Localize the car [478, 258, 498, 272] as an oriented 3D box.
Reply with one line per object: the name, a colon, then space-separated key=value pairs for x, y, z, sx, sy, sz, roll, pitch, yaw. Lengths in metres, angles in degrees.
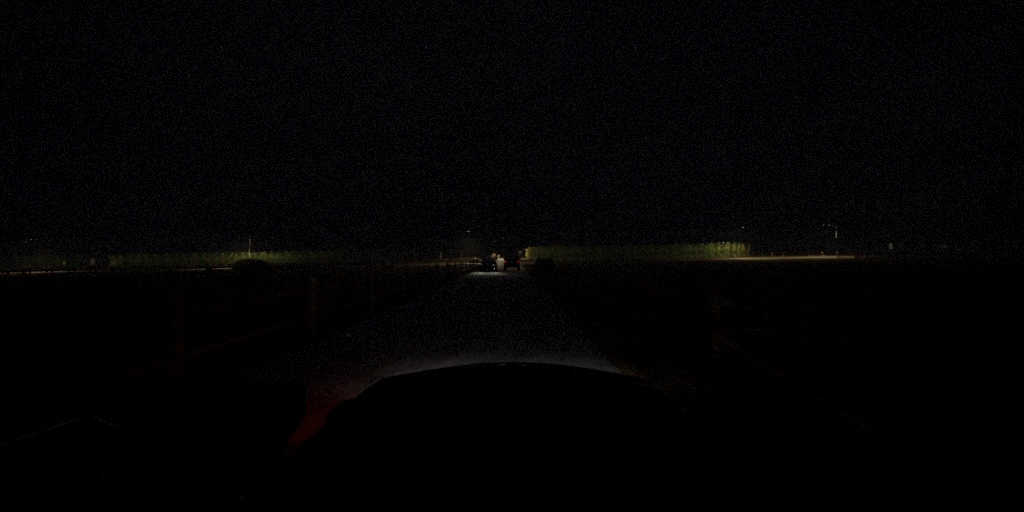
car: x=-2.842 y=1.002 z=43.152 sx=2.097 sy=1.767 sz=4.553 roll=0 pitch=0 yaw=0

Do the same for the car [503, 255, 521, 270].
car: x=0.011 y=0.852 z=48.301 sx=2.150 sy=2.045 sz=5.566 roll=0 pitch=1 yaw=1

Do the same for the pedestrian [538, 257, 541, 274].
pedestrian: x=2.817 y=0.950 z=36.839 sx=0.375 sy=1.860 sz=0.375 roll=0 pitch=0 yaw=-15

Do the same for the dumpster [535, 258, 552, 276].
dumpster: x=3.117 y=1.077 z=35.841 sx=1.020 sy=1.700 sz=1.940 roll=0 pitch=0 yaw=0

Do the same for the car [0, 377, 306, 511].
car: x=-2.850 y=1.351 z=1.107 sx=1.895 sy=1.301 sz=4.718 roll=0 pitch=0 yaw=0
